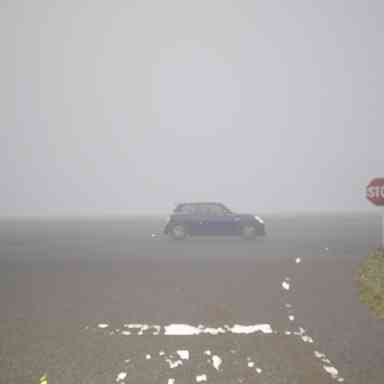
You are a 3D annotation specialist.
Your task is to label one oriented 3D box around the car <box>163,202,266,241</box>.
[{"bbox_3d":[1.001,1.233,15.203,4.553,1.767,2.097,0,-2,-1],"label":"car"}]
